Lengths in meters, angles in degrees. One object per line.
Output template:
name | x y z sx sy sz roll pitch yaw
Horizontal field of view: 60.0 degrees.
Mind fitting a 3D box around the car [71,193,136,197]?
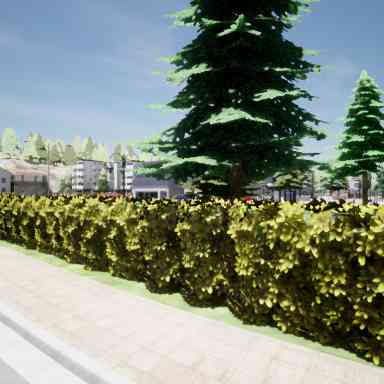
car | -8.087 1.224 31.073 2.150 2.045 5.566 0 0 44

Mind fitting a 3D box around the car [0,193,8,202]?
car | -41.770 1.104 70.253 1.932 1.855 4.605 0 0 44

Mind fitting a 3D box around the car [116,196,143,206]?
car | -10.063 1.388 53.349 1.970 1.475 3.806 0 0 44

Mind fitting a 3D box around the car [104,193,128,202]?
car | -15.861 1.102 69.688 1.932 1.855 4.605 0 0 44

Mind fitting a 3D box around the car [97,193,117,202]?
car | -18.219 1.082 71.435 1.905 1.878 3.866 0 0 44

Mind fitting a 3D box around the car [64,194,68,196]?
car | -27.326 1.159 80.422 2.152 1.636 5.027 0 0 44
